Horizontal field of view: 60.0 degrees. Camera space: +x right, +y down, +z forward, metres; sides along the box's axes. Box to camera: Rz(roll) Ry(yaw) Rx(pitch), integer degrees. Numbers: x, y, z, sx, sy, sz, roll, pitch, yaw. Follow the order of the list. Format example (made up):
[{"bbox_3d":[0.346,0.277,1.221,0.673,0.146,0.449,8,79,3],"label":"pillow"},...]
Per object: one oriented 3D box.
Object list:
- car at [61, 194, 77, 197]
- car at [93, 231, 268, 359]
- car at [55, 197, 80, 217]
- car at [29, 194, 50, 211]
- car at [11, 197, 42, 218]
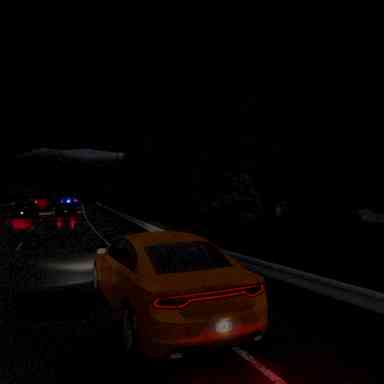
[{"bbox_3d":[-15.291,1.221,41.452,2.150,2.045,5.566,0,0,-18],"label":"car"},{"bbox_3d":[-0.639,1.478,6.295,1.882,1.535,5.008,0,0,-25],"label":"car"},{"bbox_3d":[-11.882,1.491,31.546,2.128,1.511,4.902,0,0,-19],"label":"car"},{"bbox_3d":[-18.459,1.221,40.064,2.150,2.045,5.566,0,0,-19],"label":"car"},{"bbox_3d":[-15.059,1.504,30.161,1.837,1.490,4.892,0,0,-19],"label":"car"}]
